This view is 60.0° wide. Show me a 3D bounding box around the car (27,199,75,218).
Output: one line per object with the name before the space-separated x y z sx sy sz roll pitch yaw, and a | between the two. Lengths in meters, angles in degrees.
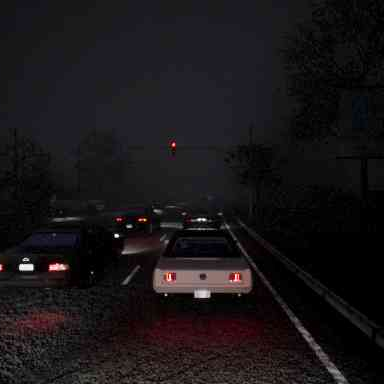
car | -12.783 1.564 29.525 4.181 1.385 1.994 0 0 35

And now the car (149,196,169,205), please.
car | -4.830 1.601 45.201 1.895 1.301 4.718 0 0 5

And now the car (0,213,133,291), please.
car | -3.256 1.547 9.136 2.033 1.411 5.357 0 0 1

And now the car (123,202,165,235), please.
car | -2.939 1.526 18.713 1.812 1.442 4.674 0 0 4

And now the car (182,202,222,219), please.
car | 0.522 1.505 17.598 1.837 1.490 4.892 0 0 2

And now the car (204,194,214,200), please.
car | 4.459 1.328 86.562 1.882 1.535 5.008 0 0 11

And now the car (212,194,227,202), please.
car | 6.316 1.548 76.652 1.994 1.385 4.181 0 0 10

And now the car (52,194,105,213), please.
car | -12.102 1.223 35.124 5.566 2.045 2.150 0 0 -1

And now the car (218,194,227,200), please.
car | 7.979 1.346 86.357 1.882 1.535 5.008 0 0 11

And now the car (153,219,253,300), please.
car | 0.232 1.601 8.373 1.895 1.301 4.718 0 0 1

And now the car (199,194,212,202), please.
car | 2.720 1.518 76.342 2.128 1.511 4.902 0 0 10

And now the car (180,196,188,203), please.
car | -1.945 1.506 68.896 1.837 1.490 4.892 0 0 8

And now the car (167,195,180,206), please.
car | -3.777 1.352 55.125 2.097 1.767 4.553 0 0 7
